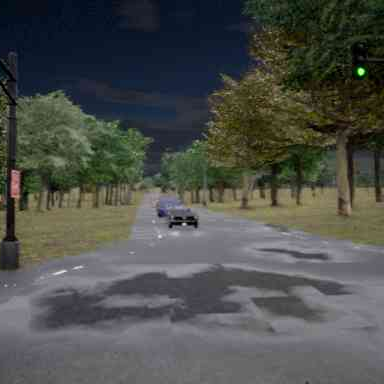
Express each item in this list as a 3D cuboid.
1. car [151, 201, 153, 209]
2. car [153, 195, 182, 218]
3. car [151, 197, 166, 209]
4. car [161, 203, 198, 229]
[{"bbox_3d":[-3.769,1.765,42.206,2.033,1.411,5.357,1,-1,-9],"label":"car"},{"bbox_3d":[-2.272,1.343,32.043,2.150,2.045,5.566,1,-1,-9],"label":"car"},{"bbox_3d":[-5.336,1.726,52.381,2.097,1.767,4.553,1,-1,-9],"label":"car"},{"bbox_3d":[-0.797,1.648,22.288,1.895,1.301,4.718,1,-1,-9],"label":"car"}]
